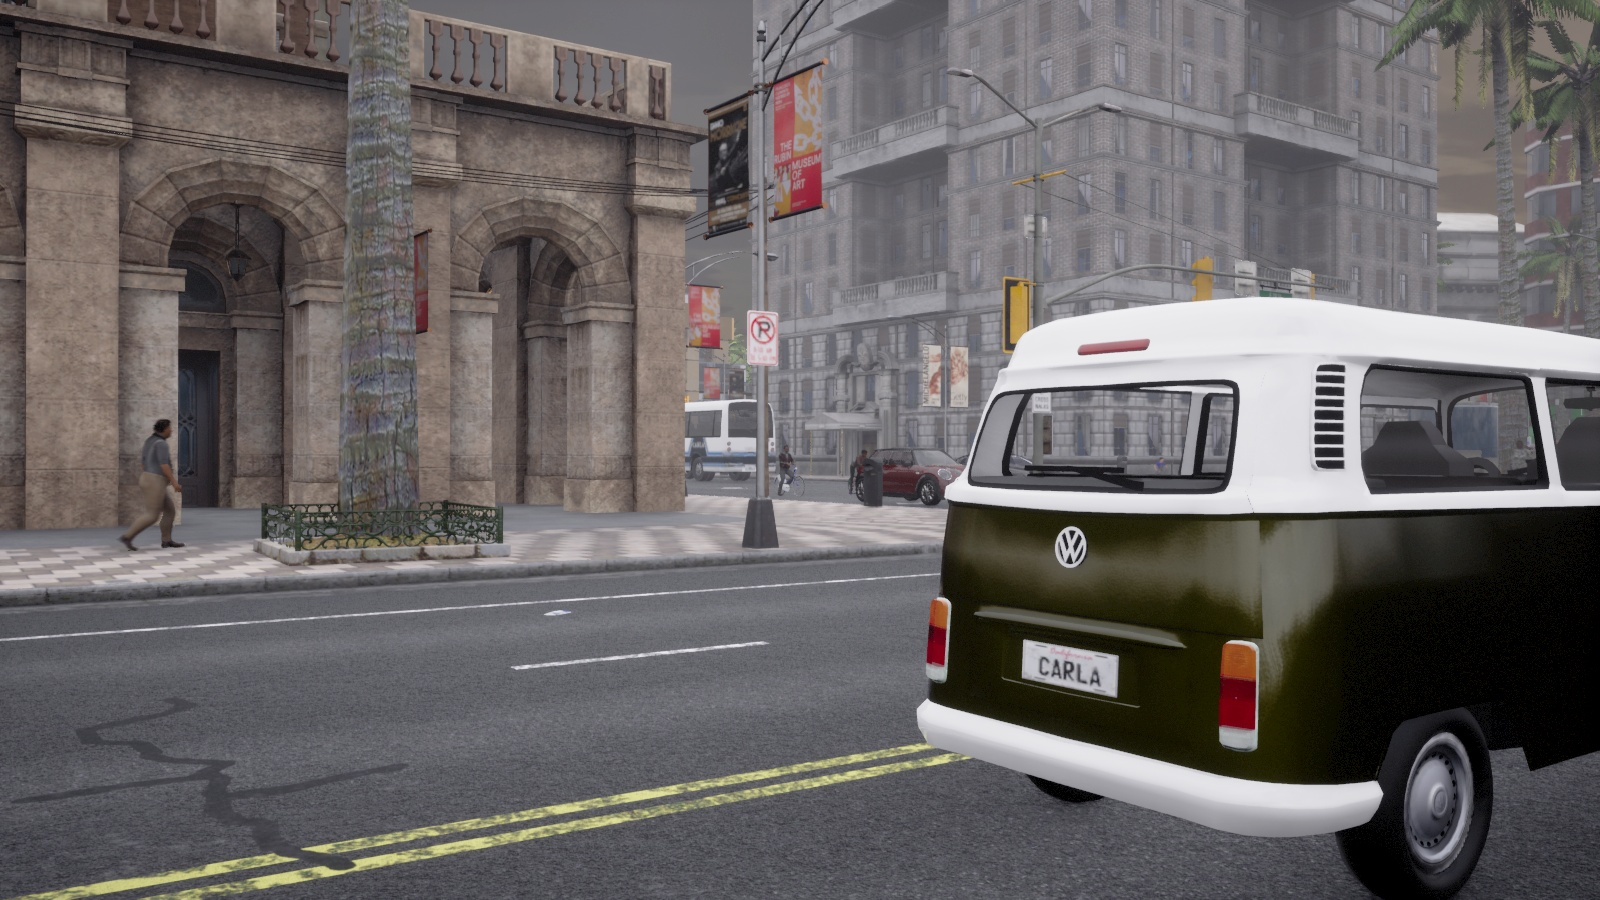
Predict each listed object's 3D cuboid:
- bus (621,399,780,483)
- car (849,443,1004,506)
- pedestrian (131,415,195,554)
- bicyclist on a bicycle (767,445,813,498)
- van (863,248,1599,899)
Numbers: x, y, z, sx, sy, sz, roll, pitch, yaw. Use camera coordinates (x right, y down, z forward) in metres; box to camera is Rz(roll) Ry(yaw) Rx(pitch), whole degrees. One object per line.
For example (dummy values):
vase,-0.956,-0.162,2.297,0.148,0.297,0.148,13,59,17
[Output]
bus,-5.665,-0.451,68.777,3.944,4.253,10.273,0,0,-36
car,3.674,0.687,37.230,2.097,1.767,4.553,0,0,-35
pedestrian,-8.665,0.462,17.081,0.694,1.848,0.540,0,0,-38
bicyclist on a bicycle,-0.353,0.721,42.982,0.659,1.776,1.843,0,0,-35
van,2.684,0.476,5.517,4.480,2.038,2.069,0,0,-35
